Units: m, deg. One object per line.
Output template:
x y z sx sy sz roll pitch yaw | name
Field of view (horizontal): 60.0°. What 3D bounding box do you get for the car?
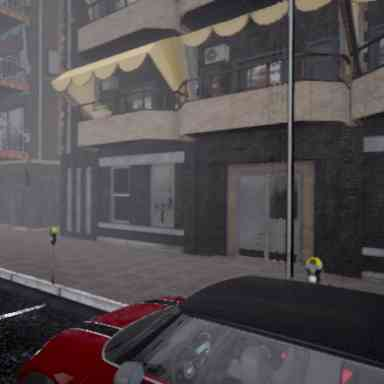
0.409 1.433 2.583 4.097 1.590 1.967 0 0 36 | car
